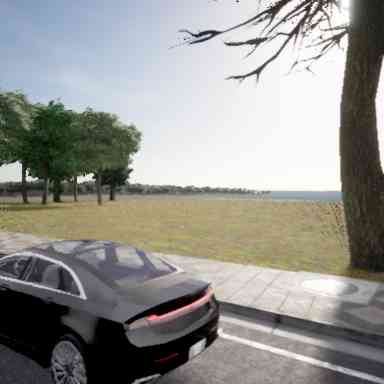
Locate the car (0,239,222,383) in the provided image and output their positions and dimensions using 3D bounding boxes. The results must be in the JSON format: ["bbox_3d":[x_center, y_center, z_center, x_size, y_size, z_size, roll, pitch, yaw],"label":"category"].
[{"bbox_3d":[-1.916,1.491,5.052,4.902,1.511,2.128,0,0,35],"label":"car"}]
